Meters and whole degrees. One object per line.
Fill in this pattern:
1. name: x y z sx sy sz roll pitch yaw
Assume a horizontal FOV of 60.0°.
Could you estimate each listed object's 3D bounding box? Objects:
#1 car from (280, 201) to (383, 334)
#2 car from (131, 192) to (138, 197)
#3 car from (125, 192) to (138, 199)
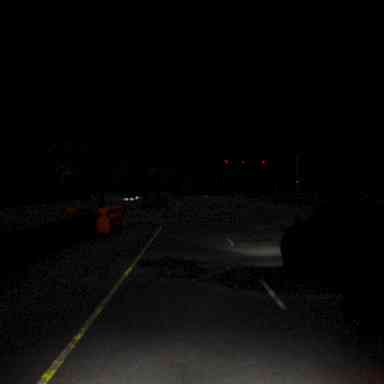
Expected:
1. car: 3.574 1.188 6.846 2.150 2.045 5.566 0 0 -2
2. car: -16.284 0.753 94.227 1.994 1.385 4.181 0 1 -11
3. car: -14.579 0.883 78.821 2.033 1.411 5.357 0 1 0
